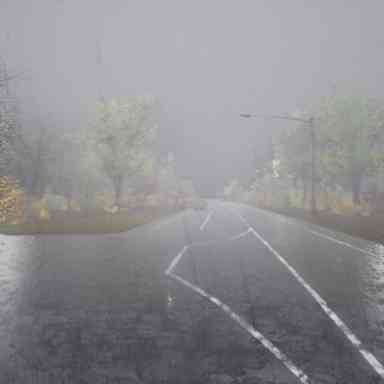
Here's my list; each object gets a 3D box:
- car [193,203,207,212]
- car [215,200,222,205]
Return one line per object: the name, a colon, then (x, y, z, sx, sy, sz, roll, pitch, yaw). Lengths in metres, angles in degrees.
car: (1.327, 2.380, 52.368, 1.994, 1.385, 4.181, -1, -1, 5)
car: (7.586, 2.912, 95.148, 2.128, 1.511, 4.902, -1, -1, 9)
